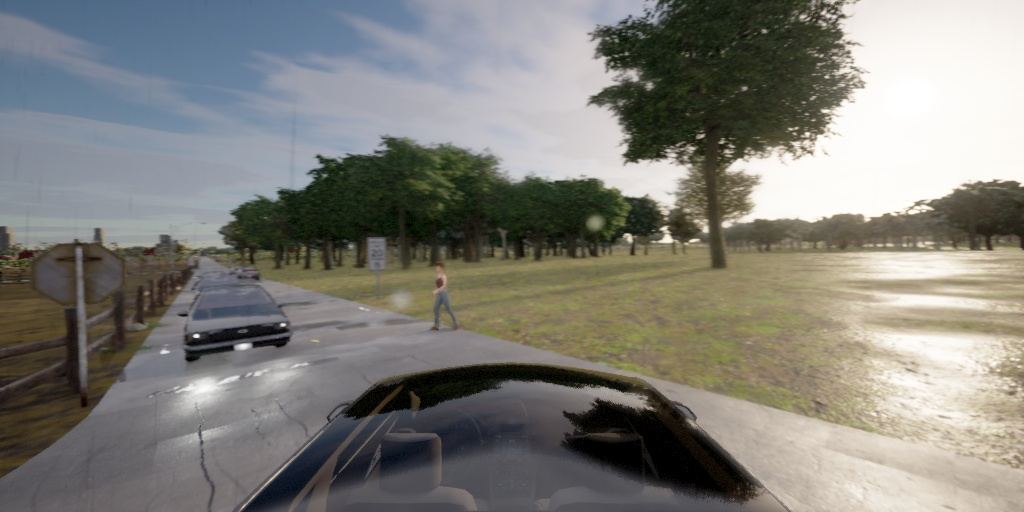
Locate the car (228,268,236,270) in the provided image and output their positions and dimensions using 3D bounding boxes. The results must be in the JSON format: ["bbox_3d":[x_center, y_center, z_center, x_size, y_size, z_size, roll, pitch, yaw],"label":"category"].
[{"bbox_3d":[-21.766,1.818,26.230,1.994,1.385,4.181,-2,0,-40],"label":"car"}]

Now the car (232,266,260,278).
[{"bbox_3d":[-28.061,1.859,38.025,2.128,1.511,4.902,-2,1,-41],"label":"car"}]

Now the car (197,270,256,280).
[{"bbox_3d":[-13.904,1.625,17.072,2.033,1.411,5.357,-2,0,-41],"label":"car"}]

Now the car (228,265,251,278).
[{"bbox_3d":[-35.509,2.004,46.673,2.128,1.511,4.902,-2,1,-41],"label":"car"}]

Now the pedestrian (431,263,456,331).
[{"bbox_3d":[-1.838,1.065,9.491,0.375,1.860,0.375,-2,0,-41],"label":"pedestrian"}]

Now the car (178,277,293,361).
[{"bbox_3d":[-7.126,1.472,9.206,2.033,1.411,5.357,-2,0,-41],"label":"car"}]
